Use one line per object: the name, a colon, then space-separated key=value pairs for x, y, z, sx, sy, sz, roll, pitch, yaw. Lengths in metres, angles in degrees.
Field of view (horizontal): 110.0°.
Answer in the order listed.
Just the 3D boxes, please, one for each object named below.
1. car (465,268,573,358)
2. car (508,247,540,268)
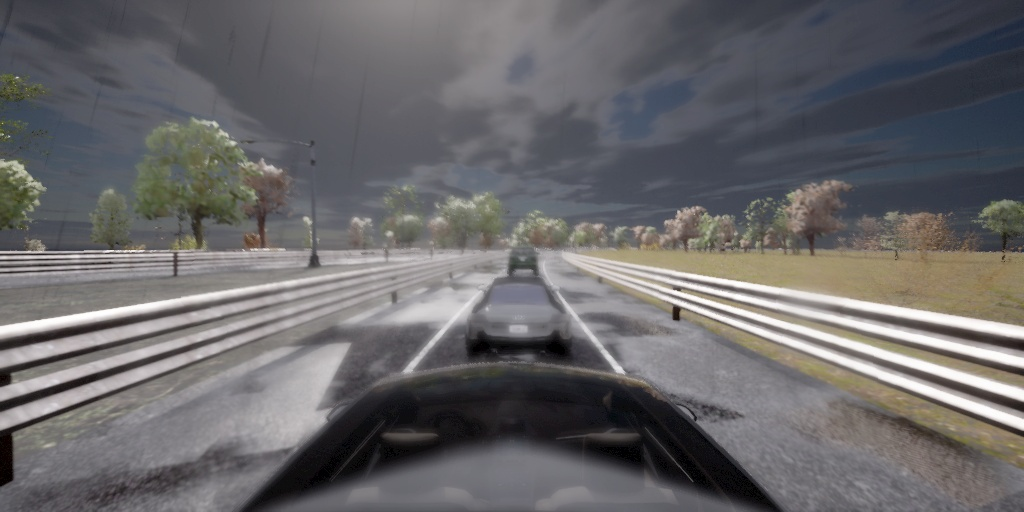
car: x=0.151 y=1.151 z=8.086 sx=1.994 sy=1.385 sz=4.181 roll=0 pitch=2 yaw=1
car: x=0.937 y=0.309 z=27.537 sx=2.150 sy=2.045 sz=5.566 roll=0 pitch=1 yaw=4
